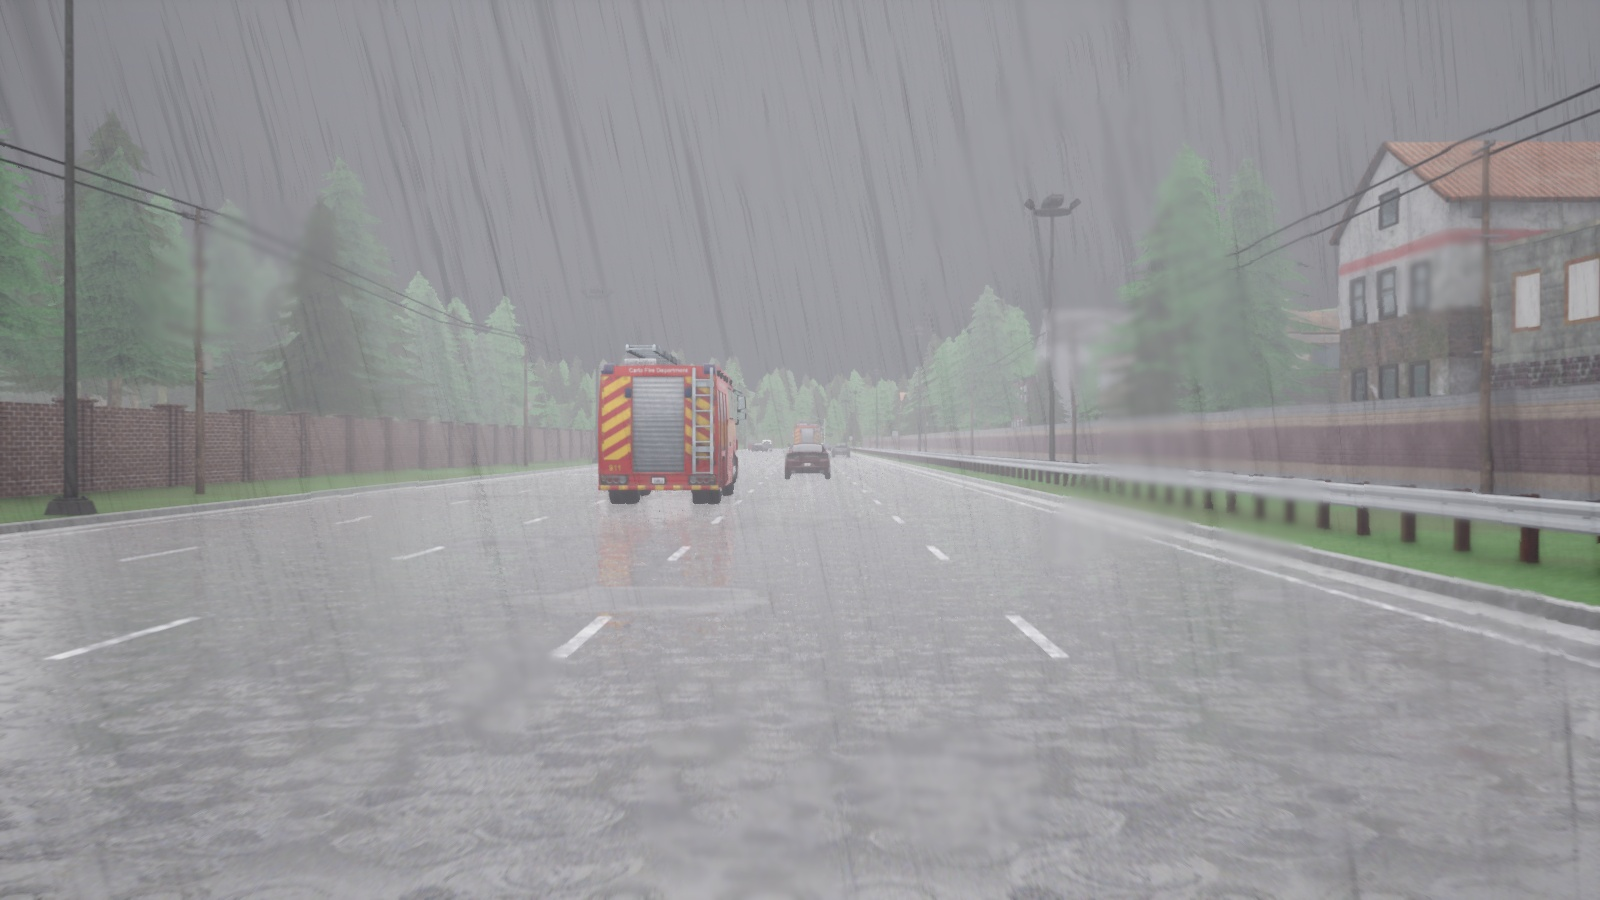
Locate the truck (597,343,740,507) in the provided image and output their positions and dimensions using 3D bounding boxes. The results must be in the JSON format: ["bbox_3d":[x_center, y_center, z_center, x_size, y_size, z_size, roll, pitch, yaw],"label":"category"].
[{"bbox_3d":[-3.292,-0.611,33.669,2.891,3.827,8.468,0,0,0],"label":"truck"}]

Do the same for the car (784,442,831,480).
[{"bbox_3d":[0.321,0.423,53.484,1.882,1.535,5.008,0,0,0],"label":"car"}]
